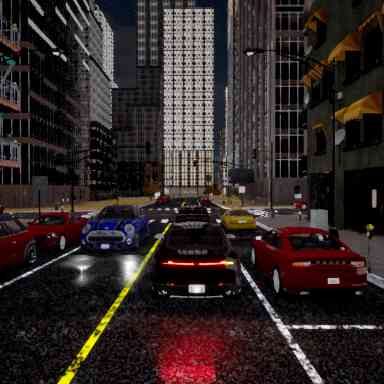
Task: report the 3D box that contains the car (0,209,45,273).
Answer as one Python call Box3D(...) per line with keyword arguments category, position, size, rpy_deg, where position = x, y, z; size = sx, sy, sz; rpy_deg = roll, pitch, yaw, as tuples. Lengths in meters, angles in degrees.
Box3D(category="car", position=(-5.716, 1.438, 8.502), size=(1.967, 1.590, 4.097), rpy_deg=(-1, 0, 0))

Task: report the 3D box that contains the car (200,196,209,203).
Box3D(category="car", position=(2.548, 1.520, 68.807), size=(1.752, 1.417, 4.829), rpy_deg=(-1, 0, 0))

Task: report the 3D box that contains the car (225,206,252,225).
Box3D(category="car", position=(2.644, 1.522, 19.721), size=(1.752, 1.417, 4.829), rpy_deg=(-1, 0, 0))

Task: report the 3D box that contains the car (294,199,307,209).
Box3D(category="car", position=(14.176, 1.254, 38.698), size=(4.507, 1.381, 1.887), rpy_deg=(-1, 1, -1))

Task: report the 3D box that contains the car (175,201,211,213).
Box3D(category="car", position=(0.060, 1.475, 18.706), size=(1.882, 1.535, 5.008), rpy_deg=(0, 0, 0))

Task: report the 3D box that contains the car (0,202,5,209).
Box3D(category="car", position=(-23.922, 1.744, 38.300), size=(4.097, 1.590, 1.967), rpy_deg=(-1, 1, -1))

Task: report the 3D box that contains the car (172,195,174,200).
Box3D(category="car", position=(-5.845, 1.310, 74.181), size=(2.192, 1.841, 5.009), rpy_deg=(-1, 0, 0))

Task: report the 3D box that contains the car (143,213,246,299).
Box3D(category="car", position=(0.082, 1.503, 8.434), size=(1.837, 1.490, 4.892), rpy_deg=(0, 0, 0))

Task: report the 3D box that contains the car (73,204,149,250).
Box3D(category="car", position=(-3.091, 1.348, 14.126), size=(2.097, 1.767, 4.553), rpy_deg=(0, 0, 0))

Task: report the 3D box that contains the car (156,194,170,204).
Box3D(category="car", position=(-5.821, 1.540, 63.062), size=(1.887, 1.381, 4.507), rpy_deg=(-1, 0, 0))

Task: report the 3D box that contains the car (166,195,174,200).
Box3D(category="car", position=(-5.875, 1.541, 90.859), size=(1.887, 1.381, 4.507), rpy_deg=(-1, 0, 0))

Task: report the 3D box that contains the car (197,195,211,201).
Box3D(category="car", position=(2.558, 1.435, 63.077), size=(1.967, 1.590, 4.097), rpy_deg=(-1, 0, 0))

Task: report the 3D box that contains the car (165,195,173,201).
Box3D(category="car", position=(-5.865, 1.521, 85.130), size=(1.752, 1.417, 4.829), rpy_deg=(-1, 0, 0))

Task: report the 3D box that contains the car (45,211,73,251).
Box3D(category="car", position=(-5.726, 1.542, 14.026), size=(1.887, 1.381, 4.507), rpy_deg=(-1, 0, 0))

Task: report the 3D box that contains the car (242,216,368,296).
Box3D(category="car", position=(2.666, 1.543, 8.504), size=(1.887, 1.381, 4.507), rpy_deg=(-1, 0, 0))

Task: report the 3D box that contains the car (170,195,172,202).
Box3D(category="car", position=(-5.834, 1.310, 68.622), size=(2.192, 1.841, 5.009), rpy_deg=(-1, 0, 0))
